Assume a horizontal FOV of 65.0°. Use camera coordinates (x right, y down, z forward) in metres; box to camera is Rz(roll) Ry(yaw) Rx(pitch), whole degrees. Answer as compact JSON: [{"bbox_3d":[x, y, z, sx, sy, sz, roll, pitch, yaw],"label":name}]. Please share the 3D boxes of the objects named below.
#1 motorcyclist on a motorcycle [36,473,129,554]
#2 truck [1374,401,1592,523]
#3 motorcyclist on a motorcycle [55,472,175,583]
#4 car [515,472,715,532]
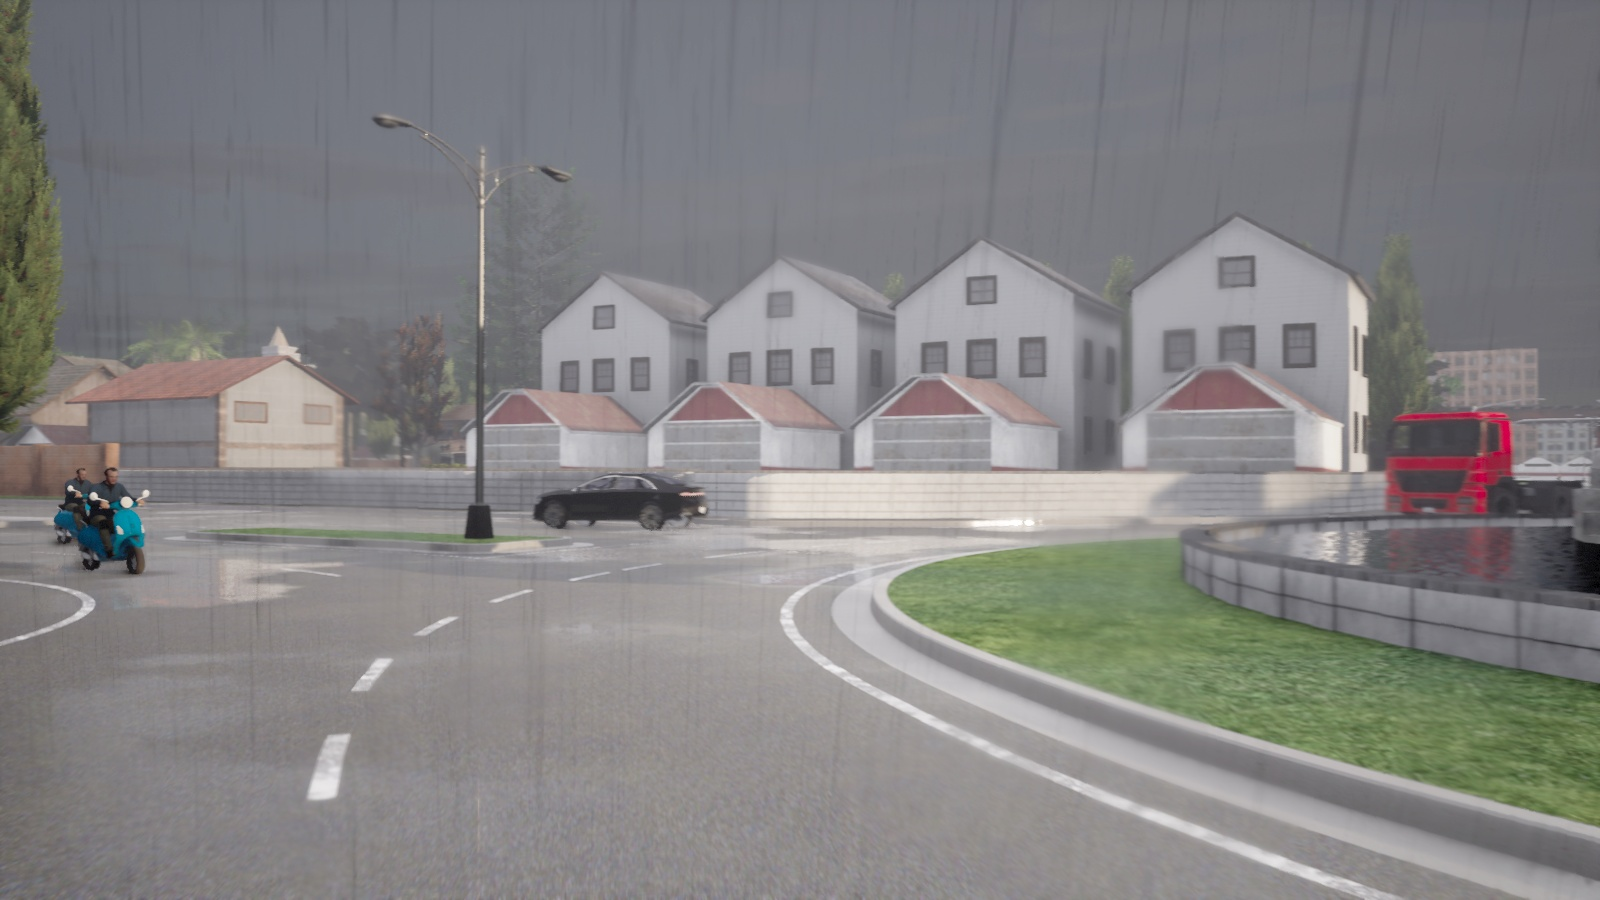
[{"bbox_3d":[-14.722,1.281,25.767,1.817,1.590,0.866,-1,-1,30],"label":"motorcyclist on a motorcycle"},{"bbox_3d":[21.451,0.375,39.255,7.936,3.462,2.891,0,-1,-37],"label":"truck"},{"bbox_3d":[-10.384,1.144,19.024,1.817,1.590,0.866,-1,0,35],"label":"motorcyclist on a motorcycle"},{"bbox_3d":[-4.972,1.365,33.758,4.902,1.511,2.128,-1,-1,20],"label":"car"}]
